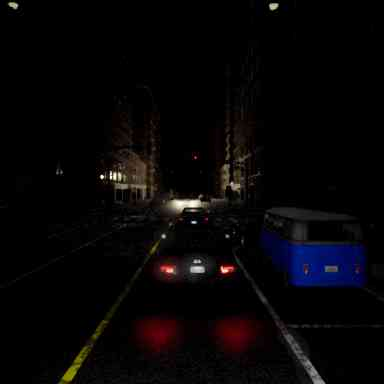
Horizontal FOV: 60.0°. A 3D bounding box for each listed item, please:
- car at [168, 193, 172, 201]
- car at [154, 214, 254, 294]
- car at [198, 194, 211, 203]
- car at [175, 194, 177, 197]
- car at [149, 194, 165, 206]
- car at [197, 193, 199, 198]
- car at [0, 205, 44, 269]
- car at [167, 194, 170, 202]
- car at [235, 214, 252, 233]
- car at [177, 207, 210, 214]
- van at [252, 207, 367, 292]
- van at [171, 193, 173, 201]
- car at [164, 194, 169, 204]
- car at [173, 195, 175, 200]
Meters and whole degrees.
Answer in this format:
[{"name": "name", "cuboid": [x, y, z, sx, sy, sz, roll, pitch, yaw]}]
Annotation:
[{"name": "car", "cuboid": [-5.683, 1.500, 68.653, 1.887, 1.381, 4.507, 0, 0, 0]}, {"name": "car", "cuboid": [0.099, 1.545, 8.923, 2.033, 1.411, 5.357, 0, 0, 0]}, {"name": "car", "cuboid": [2.841, 1.395, 68.691, 1.967, 1.590, 4.097, 0, 0, 0]}, {"name": "car", "cuboid": [-5.687, 1.272, 85.006, 2.192, 1.841, 5.009, 0, 0, 0]}, {"name": "car", "cuboid": [-5.680, 1.487, 52.131, 1.752, 1.417, 4.829, 0, 0, 0]}, {"name": "car", "cuboid": [2.840, 1.506, 79.588, 2.008, 1.369, 4.403, 0, 0, 0]}, {"name": "car", "cuboid": [-5.671, 1.312, 8.612, 2.192, 1.841, 5.009, 0, 0, 0]}, {"name": "car", "cuboid": [-5.682, 1.501, 63.203, 1.887, 1.381, 4.507, 0, 0, 0]}, {"name": "car", "cuboid": [2.853, 1.560, 14.314, 1.947, 1.339, 4.313, 0, 0, 0]}, {"name": "car", "cuboid": [0.097, 1.555, 19.243, 1.994, 1.385, 4.181, 0, 0, 0]}, {"name": "van", "cuboid": [2.853, 1.338, 8.654, 1.690, 1.788, 3.998, 0, 0, 0]}, {"name": "van", "cuboid": [-5.685, 1.296, 74.104, 1.690, 1.788, 3.998, 0, 0, 0]}, {"name": "car", "cuboid": [-5.681, 1.509, 57.751, 2.008, 1.369, 4.403, 0, 0, 0]}, {"name": "car", "cuboid": [-5.685, 1.506, 79.555, 2.008, 1.369, 4.403, 0, 0, 0]}]
